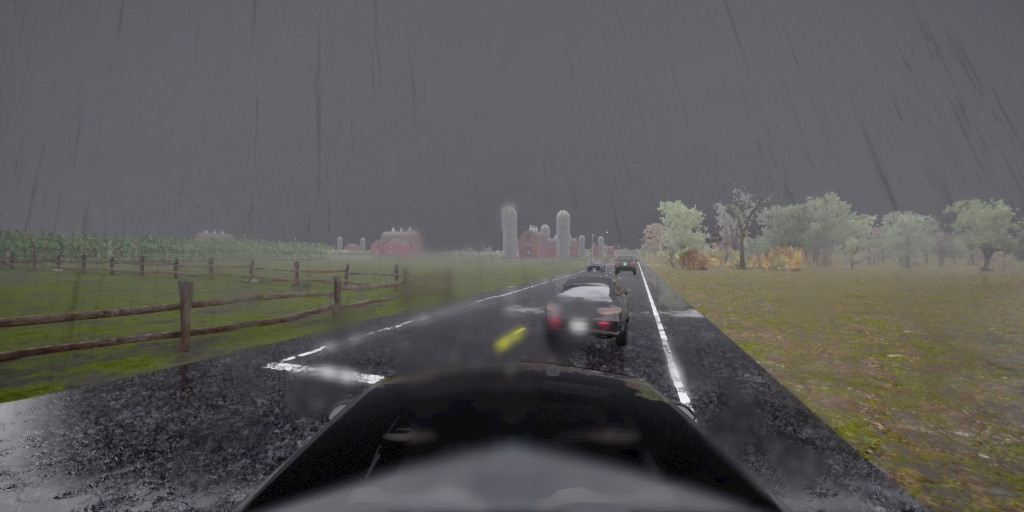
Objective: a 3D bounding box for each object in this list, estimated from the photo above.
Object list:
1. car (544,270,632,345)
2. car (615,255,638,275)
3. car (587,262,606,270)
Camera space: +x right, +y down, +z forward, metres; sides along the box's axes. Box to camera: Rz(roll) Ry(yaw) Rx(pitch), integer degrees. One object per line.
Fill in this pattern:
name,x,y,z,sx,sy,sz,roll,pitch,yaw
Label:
car,2.127,1.274,9.532,1.812,1.442,4.674,0,0,19
car,12.553,0.961,39.473,2.150,2.045,5.566,0,0,20
car,10.340,1.340,43.910,1.895,1.301,4.718,0,0,19
